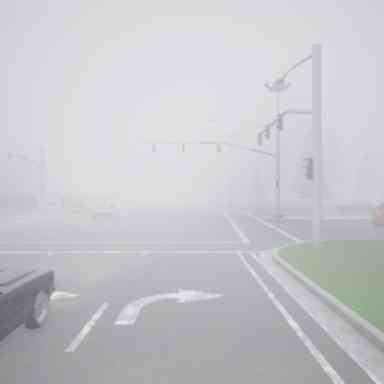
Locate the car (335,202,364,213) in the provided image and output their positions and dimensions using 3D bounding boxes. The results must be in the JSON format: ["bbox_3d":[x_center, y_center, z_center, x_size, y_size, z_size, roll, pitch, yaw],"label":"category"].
[{"bbox_3d":[19.930,1.816,40.261,4.718,1.301,1.895,0,0,-1],"label":"car"}]

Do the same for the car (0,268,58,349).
[{"bbox_3d":[-3.413,1.624,4.060,1.895,1.301,4.718,0,0,0],"label":"car"}]

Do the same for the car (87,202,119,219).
[{"bbox_3d":[-7.907,1.765,30.507,1.895,1.301,4.718,0,0,-5],"label":"car"}]

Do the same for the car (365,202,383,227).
[{"bbox_3d":[14.166,1.467,21.509,4.553,1.767,2.097,0,0,-1],"label":"car"}]

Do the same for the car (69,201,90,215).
[{"bbox_3d":[-11.946,1.674,36.556,1.882,1.535,5.008,0,0,-3],"label":"car"}]
